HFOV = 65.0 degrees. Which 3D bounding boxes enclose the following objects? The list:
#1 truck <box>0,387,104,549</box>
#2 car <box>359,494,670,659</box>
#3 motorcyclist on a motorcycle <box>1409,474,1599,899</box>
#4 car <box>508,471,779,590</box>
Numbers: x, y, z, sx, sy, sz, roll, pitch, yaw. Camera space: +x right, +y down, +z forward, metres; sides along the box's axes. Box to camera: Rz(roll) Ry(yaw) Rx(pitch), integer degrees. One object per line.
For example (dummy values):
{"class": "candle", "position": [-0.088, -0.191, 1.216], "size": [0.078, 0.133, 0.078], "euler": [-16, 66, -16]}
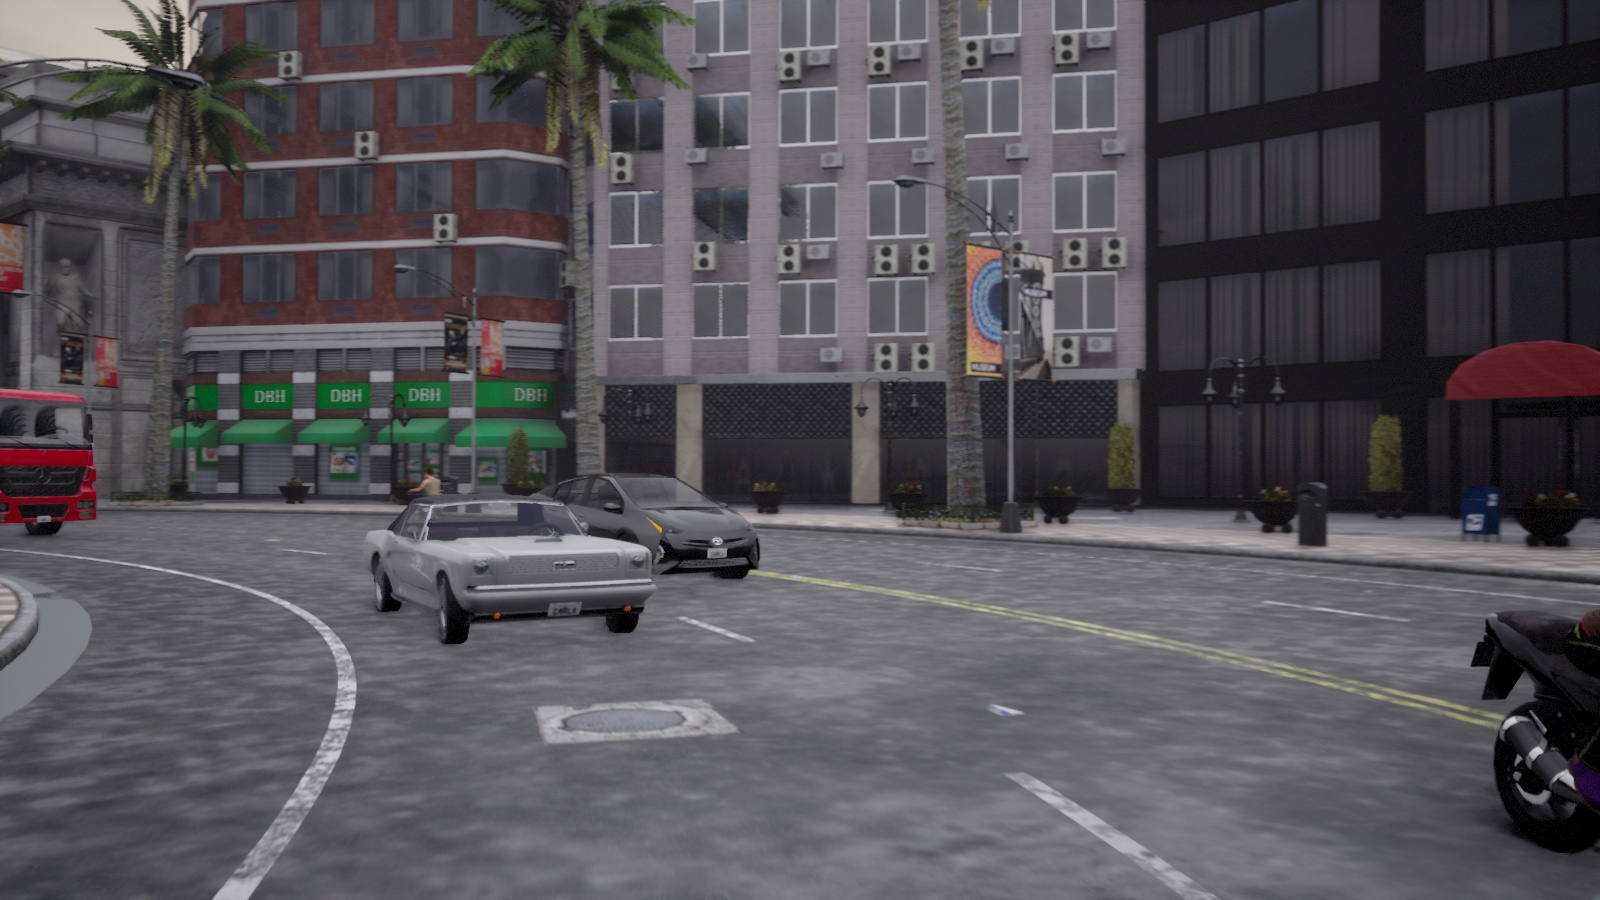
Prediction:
{"class": "truck", "position": [-20.346, 0.435, 29.296], "size": [7.936, 3.462, 2.891], "euler": [-1, -1, 23]}
{"class": "car", "position": [-3.177, 1.152, 13.094], "size": [1.895, 1.301, 4.718], "euler": [0, -1, -29]}
{"class": "motorcyclist on a motorcycle", "position": [3.213, 0.855, 4.491], "size": [0.797, 1.523, 2.044], "euler": [-1, -1, -9]}
{"class": "car", "position": [-2.457, 1.088, 18.655], "size": [2.007, 1.525, 4.514], "euler": [0, -1, -37]}
